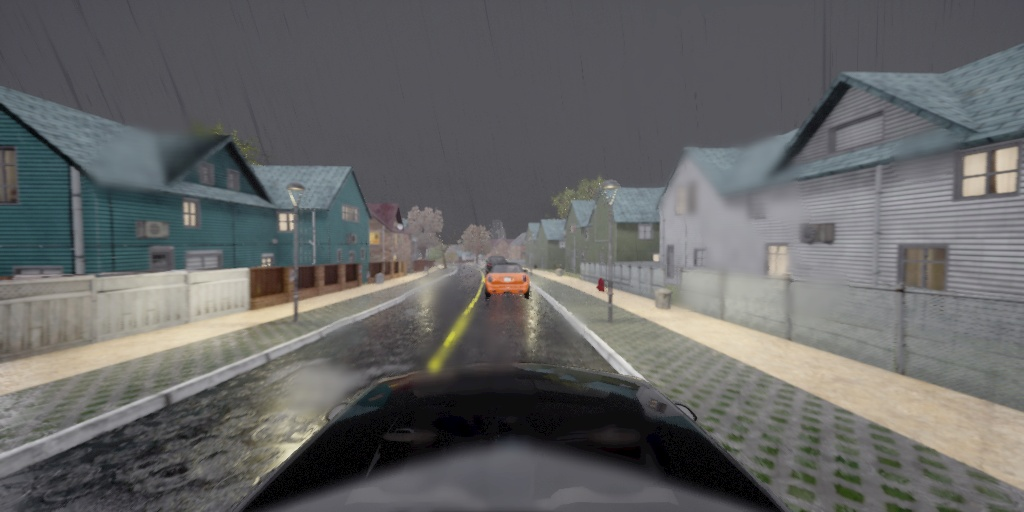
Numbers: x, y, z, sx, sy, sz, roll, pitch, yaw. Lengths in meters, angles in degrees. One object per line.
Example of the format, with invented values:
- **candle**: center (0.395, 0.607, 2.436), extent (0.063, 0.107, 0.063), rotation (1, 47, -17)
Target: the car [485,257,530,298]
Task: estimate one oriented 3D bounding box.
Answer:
- **car**: center (-0.290, 1.082, 18.281), extent (2.097, 1.767, 4.553), rotation (0, 0, -2)
